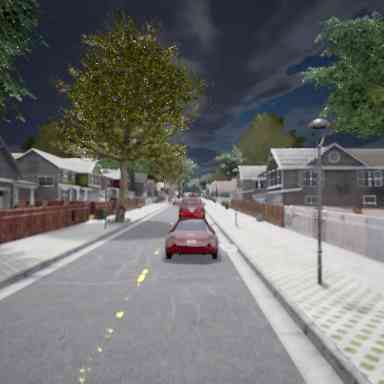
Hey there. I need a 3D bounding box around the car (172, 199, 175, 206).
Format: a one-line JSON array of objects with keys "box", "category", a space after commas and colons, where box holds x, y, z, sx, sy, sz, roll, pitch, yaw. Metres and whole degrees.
[{"box": [-2.797, 1.959, 64.679, 1.812, 1.442, 4.674, 0, 0, 1], "category": "car"}]

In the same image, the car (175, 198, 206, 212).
[{"box": [-0.001, 1.495, 27.592, 2.150, 2.045, 5.566, 0, 0, 0], "category": "car"}]

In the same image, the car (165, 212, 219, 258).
[{"box": [0.011, 1.709, 13.491, 1.994, 1.385, 4.181, 0, 0, 1], "category": "car"}]
